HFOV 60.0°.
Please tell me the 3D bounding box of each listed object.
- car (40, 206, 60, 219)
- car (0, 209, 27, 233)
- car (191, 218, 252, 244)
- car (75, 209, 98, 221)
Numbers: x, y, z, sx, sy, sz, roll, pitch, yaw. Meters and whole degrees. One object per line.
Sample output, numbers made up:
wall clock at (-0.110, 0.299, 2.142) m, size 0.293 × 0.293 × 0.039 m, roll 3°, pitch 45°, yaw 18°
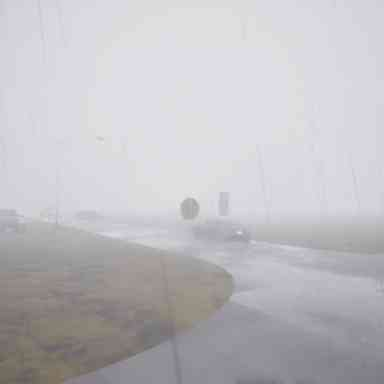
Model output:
car at (-20.499, 2.897, 48.027) m, size 2.097 × 1.767 × 4.553 m, roll 2°, pitch -3°, yaw -33°
car at (-13.649, 2.028, 24.288) m, size 2.097 × 1.767 × 4.553 m, roll 2°, pitch -3°, yaw -35°
car at (1.619, 2.214, 19.539) m, size 1.994 × 1.385 × 4.181 m, roll 2°, pitch -3°, yaw -28°
car at (-13.498, 2.882, 42.383) m, size 1.882 × 1.535 × 5.008 m, roll 2°, pitch -3°, yaw -33°
